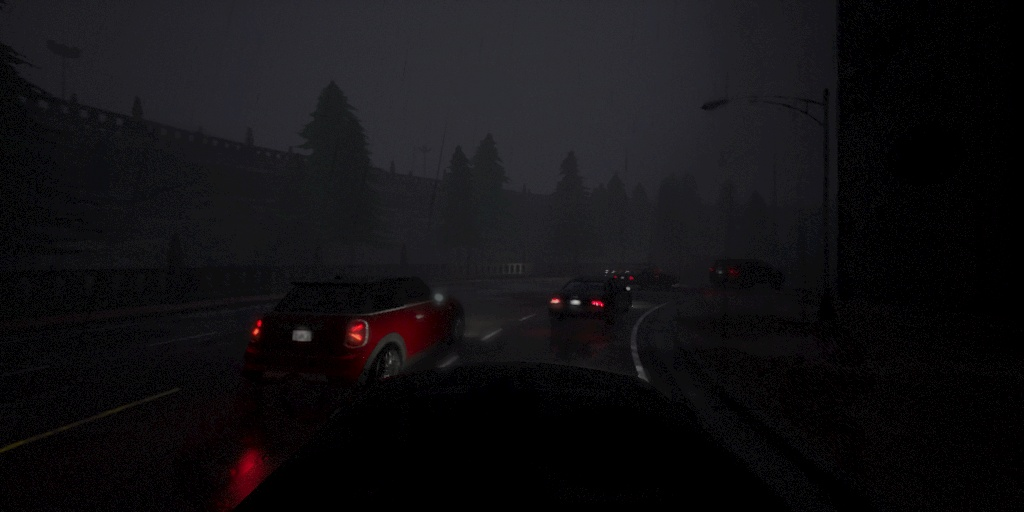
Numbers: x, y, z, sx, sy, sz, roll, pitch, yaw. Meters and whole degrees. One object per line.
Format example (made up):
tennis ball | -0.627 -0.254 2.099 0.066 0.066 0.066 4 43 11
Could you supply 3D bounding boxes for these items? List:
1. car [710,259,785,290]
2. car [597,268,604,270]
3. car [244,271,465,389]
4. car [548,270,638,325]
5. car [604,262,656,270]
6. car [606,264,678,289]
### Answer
car | 16.425 1.209 25.038 5.566 2.045 2.150 1 -1 -23
car | 9.895 1.370 33.505 4.553 1.767 2.097 0 0 -25
car | -2.486 1.127 6.990 2.097 1.767 4.553 0 0 10
car | 2.901 1.386 12.436 2.033 1.411 5.357 0 0 26
car | 10.385 1.346 29.855 4.553 1.767 2.097 0 0 -27
car | 9.429 1.505 25.249 5.357 1.411 2.033 1 -1 -34
